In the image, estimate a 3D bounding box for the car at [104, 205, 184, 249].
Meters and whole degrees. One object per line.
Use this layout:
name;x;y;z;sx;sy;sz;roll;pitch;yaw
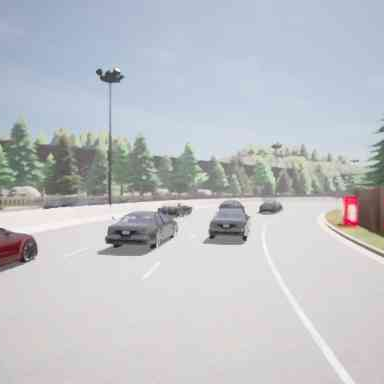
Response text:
car;-2.001;1.540;14.679;2.033;1.411;5.357;0;0;10

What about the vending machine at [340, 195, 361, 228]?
vending machine;10.240;1.243;21.552;1.100;2.100;0.880;0;0;16

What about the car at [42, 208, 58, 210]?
car;-14.213;1.293;36.719;2.097;1.767;4.553;0;0;21

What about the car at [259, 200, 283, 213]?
car;8.877;1.606;37.109;1.994;1.385;4.181;0;0;25

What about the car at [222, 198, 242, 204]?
car;4.192;1.547;35.269;1.812;1.442;4.674;0;0;23

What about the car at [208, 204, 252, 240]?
car;2.063;1.558;17.295;2.033;1.411;5.357;0;0;12

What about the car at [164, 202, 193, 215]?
car;-1.440;1.597;30.529;1.895;1.301;4.718;0;0;19

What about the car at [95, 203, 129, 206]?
car;-8.007;1.472;33.381;1.837;1.490;4.892;0;0;20

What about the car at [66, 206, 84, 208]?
car;-11.113;1.501;35.241;2.033;1.411;5.357;0;0;20

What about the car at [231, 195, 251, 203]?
car;10.409;1.500;70.726;1.882;1.535;5.008;0;0;40

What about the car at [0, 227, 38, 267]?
car;-6.205;1.537;9.322;1.994;1.385;4.181;0;0;6
